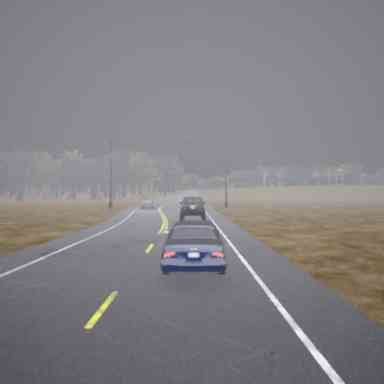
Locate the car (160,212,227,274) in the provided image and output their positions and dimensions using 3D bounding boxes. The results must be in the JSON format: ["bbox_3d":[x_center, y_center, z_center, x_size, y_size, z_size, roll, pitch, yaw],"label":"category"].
[{"bbox_3d":[0.057,1.616,10.708,2.033,1.411,5.357,0,0,0],"label":"car"}]

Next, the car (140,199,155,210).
[{"bbox_3d":[-6.303,1.790,47.092,1.812,1.442,4.674,0,0,-6],"label":"car"}]

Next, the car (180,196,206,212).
[{"bbox_3d":[0.066,1.408,29.825,2.150,2.045,5.566,0,0,0],"label":"car"}]
